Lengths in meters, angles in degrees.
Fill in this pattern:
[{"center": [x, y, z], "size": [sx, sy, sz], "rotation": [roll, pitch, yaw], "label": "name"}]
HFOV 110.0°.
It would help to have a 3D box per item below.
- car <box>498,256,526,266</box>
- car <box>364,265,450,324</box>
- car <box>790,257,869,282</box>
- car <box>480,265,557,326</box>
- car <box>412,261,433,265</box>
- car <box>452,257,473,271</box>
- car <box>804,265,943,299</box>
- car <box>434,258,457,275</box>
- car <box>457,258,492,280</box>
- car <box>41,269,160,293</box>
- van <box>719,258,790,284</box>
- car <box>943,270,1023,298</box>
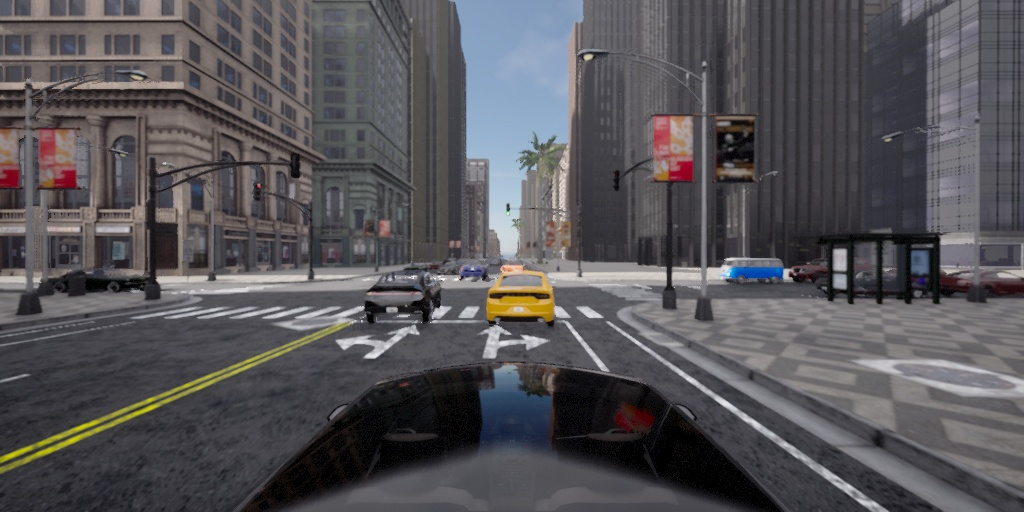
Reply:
[{"center": [0.109, 1.076, 30.832], "size": [2.097, 1.767, 4.553], "rotation": [0, 0, 0], "label": "car"}, {"center": [-3.468, 1.233, 12.070], "size": [2.128, 1.511, 4.902], "rotation": [0, 0, -6], "label": "car"}, {"center": [22.752, 1.008, 25.642], "size": [5.009, 1.841, 2.192], "rotation": [0, 0, 0], "label": "car"}, {"center": [0.417, 1.218, 11.704], "size": [1.882, 1.535, 5.008], "rotation": [0, 0, 6], "label": "car"}, {"center": [-9.836, 1.320, 37.244], "size": [1.895, 1.301, 4.718], "rotation": [0, 0, -3], "label": "car"}, {"center": [-6.564, 1.062, 47.675], "size": [2.097, 1.767, 4.553], "rotation": [0, 0, 1], "label": "car"}, {"center": [17.076, 1.282, 17.117], "size": [4.403, 1.370, 2.007], "rotation": [0, 0, 0], "label": "car"}, {"center": [-6.591, 1.223, 37.930], "size": [1.837, 1.490, 4.892], "rotation": [0, 0, -1], "label": "car"}, {"center": [-3.141, 1.076, 30.774], "size": [2.097, 1.767, 4.553], "rotation": [0, 0, 0], "label": "car"}, {"center": [-22.582, 1.361, 19.826], "size": [4.718, 1.301, 1.895], "rotation": [0, 0, 0], "label": "car"}, {"center": [17.074, 1.039, 25.642], "size": [3.998, 1.789, 1.690], "rotation": [0, 0, 0], "label": "van"}, {"center": [22.754, 1.308, 17.117], "size": [4.207, 1.307, 1.802], "rotation": [0, 0, 0], "label": "car"}]
